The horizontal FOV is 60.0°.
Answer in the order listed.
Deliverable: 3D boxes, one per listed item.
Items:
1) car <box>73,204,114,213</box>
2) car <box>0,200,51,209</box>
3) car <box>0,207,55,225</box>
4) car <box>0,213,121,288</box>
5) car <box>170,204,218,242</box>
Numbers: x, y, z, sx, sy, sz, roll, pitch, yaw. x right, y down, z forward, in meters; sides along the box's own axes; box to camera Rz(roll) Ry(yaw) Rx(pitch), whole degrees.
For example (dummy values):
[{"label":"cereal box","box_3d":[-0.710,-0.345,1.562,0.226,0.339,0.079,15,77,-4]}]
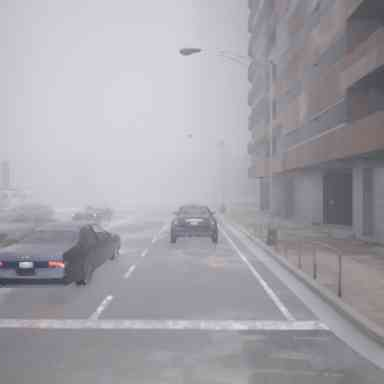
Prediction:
[{"label":"car","box_3d":[-7.069,1.578,23.966,1.895,1.301,4.718,0,0,0]},{"label":"car","box_3d":[-10.574,1.484,21.682,1.837,1.490,4.892,0,0,0]},{"label":"car","box_3d":[-7.094,1.551,14.005,1.994,1.385,4.181,0,0,0]},{"label":"car","box_3d":[-3.400,1.538,9.325,2.033,1.411,5.357,0,0,0]},{"label":"car","box_3d":[0.099,1.336,16.251,2.097,1.767,4.553,0,0,0]}]
